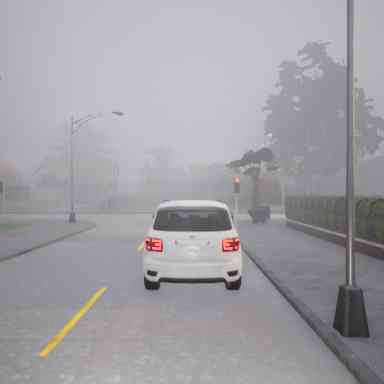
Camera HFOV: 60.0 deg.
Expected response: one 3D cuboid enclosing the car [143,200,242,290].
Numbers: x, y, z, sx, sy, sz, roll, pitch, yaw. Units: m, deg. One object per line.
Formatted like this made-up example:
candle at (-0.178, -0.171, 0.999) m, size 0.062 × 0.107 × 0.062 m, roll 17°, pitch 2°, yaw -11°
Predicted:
car at (0.028, 1.221, 9.201) m, size 2.150 × 2.045 × 5.566 m, roll 0°, pitch 0°, yaw 0°
